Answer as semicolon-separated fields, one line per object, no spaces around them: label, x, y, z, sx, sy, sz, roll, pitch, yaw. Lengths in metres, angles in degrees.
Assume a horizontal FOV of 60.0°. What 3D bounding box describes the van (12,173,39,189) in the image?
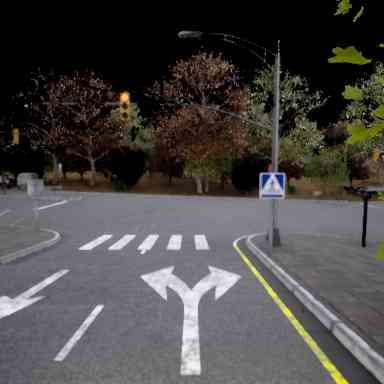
van;-20.414;-1.394;41.394;1.878;1.987;4.442;1;5;-14

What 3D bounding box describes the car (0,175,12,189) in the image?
car;-23.384;-1.422;41.782;2.185;1.767;4.553;0;5;-14
